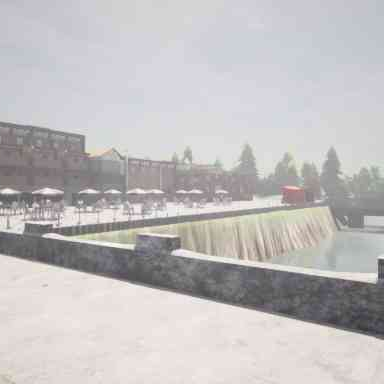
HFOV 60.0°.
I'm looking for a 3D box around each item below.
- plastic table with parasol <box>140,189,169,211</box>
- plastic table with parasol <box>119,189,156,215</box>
[{"bbox_3d":[-4.571,0.925,40.219,2.482,2.480,2.482,0,0,35],"label":"plastic table with parasol"},{"bbox_3d":[-5.329,0.925,32.530,2.482,2.480,2.482,0,0,35],"label":"plastic table with parasol"}]
